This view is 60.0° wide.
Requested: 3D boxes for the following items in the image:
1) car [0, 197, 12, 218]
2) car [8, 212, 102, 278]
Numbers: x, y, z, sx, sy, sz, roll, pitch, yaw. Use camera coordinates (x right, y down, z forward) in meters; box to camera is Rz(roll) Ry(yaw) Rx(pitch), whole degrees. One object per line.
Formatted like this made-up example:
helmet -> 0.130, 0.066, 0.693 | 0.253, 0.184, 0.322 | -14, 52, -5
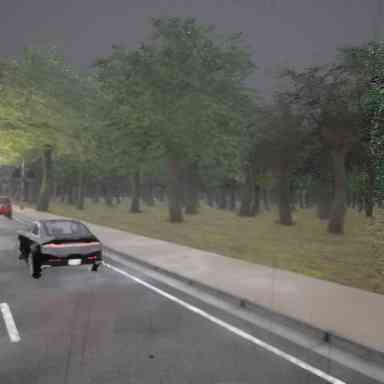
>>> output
car -> -18.240, 1.437, 31.129 | 2.150, 2.045, 5.566 | 2, -1, -34
car -> -4.419, 1.625, 10.725 | 2.128, 1.511, 4.902 | 2, -2, -34
